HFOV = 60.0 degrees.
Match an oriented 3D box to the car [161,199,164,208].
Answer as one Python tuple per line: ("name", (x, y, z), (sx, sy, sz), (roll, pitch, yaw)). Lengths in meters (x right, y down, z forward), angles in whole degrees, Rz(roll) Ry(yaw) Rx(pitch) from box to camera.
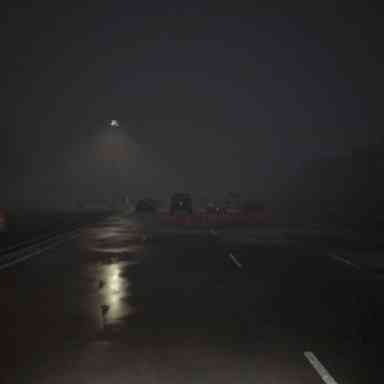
("car", (-4.992, 1.404, 45.690), (2.033, 1.411, 5.357), (0, 0, -1))

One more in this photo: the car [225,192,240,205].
("car", (5.507, 1.078, 45.761), (2.150, 2.045, 5.566), (0, 0, -1))

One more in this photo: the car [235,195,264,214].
("car", (5.937, 1.371, 33.843), (1.882, 1.535, 5.008), (0, 0, -2))

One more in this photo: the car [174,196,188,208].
("car", (-1.522, 1.330, 46.989), (1.882, 1.535, 5.008), (0, 0, -1))

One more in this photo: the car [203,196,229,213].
("car", (2.422, 1.417, 34.517), (1.812, 1.442, 4.674), (0, 0, -1))

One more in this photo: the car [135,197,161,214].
("car", (-4.568, 1.372, 33.810), (1.882, 1.535, 5.008), (0, 0, -1))

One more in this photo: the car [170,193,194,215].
("car", (-1.027, 1.119, 33.103), (2.150, 2.045, 5.566), (0, 0, -1))

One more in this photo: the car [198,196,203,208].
("car", (1.991, 1.345, 46.529), (2.128, 1.511, 4.902), (0, 0, -1))
